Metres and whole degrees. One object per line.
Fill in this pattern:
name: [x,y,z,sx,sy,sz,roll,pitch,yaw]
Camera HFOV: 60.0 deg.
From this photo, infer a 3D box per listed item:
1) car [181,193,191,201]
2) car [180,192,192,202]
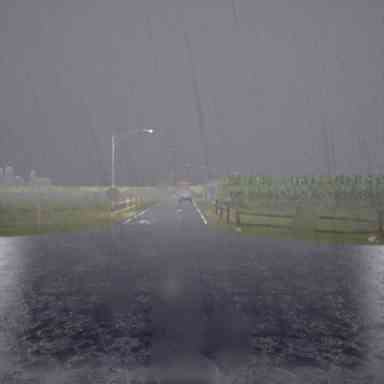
car: [-1.291,0.984,67.943,1.994,1.385,4.181,0,1,-1]
car: [-1.100,0.863,57.874,2.097,1.767,4.553,0,1,-1]
